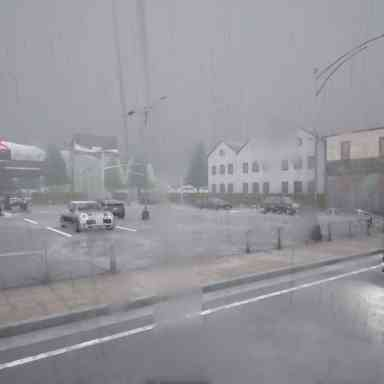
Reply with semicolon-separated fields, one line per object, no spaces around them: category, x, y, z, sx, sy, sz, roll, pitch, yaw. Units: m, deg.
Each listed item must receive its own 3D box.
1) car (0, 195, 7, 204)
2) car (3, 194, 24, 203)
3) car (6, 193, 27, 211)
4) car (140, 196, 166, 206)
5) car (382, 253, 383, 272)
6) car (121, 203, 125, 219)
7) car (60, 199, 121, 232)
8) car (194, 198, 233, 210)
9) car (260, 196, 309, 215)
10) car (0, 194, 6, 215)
car;-39.486;1.495;65.901;4.611;1.667;2.242;0;0;-36
car;-39.260;1.328;73.030;3.866;1.878;1.905;0;0;-36
car;-20.120;1.092;37.950;1.905;1.878;3.866;0;0;-36
car;-6.104;1.371;51.224;2.033;1.411;5.357;0;0;-35
car;7.052;1.505;9.050;4.892;1.490;1.837;0;0;-35
car;-6.733;1.313;25.548;2.007;1.523;4.514;0;0;-36
car;-5.603;1.248;17.685;1.970;1.475;3.806;0;0;-36
car;2.426;1.371;39.106;2.033;1.411;5.357;0;0;-35
car;8.475;1.176;30.615;2.097;1.767;4.553;0;0;-35
car;-18.207;1.113;29.640;1.932;1.855;4.605;0;0;-36
